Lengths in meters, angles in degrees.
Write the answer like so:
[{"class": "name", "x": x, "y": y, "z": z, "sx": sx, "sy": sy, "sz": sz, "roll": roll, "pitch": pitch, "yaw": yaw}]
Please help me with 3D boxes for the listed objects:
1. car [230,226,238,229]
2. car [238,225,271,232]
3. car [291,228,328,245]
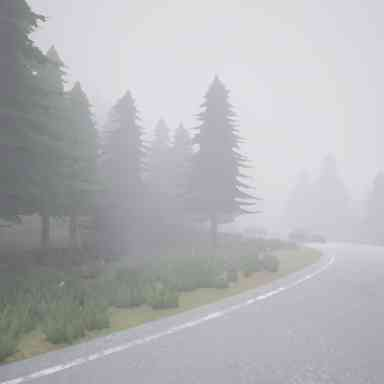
[{"class": "car", "x": 7.471, "y": 6.516, "z": 56.683, "sx": 2.033, "sy": 1.411, "sz": 5.357, "roll": 1, "pitch": -6, "yaw": 5}, {"class": "car", "x": 8.698, "y": 5.430, "z": 46.623, "sx": 1.882, "sy": 1.535, "sz": 5.008, "roll": 2, "pitch": -6, "yaw": -14}, {"class": "car", "x": 9.871, "y": 3.760, "z": 28.619, "sx": 1.994, "sy": 1.385, "sz": 4.181, "roll": 2, "pitch": -6, "yaw": -5}]
